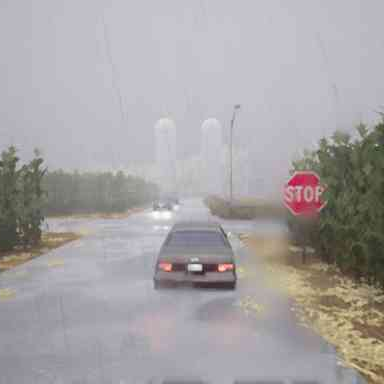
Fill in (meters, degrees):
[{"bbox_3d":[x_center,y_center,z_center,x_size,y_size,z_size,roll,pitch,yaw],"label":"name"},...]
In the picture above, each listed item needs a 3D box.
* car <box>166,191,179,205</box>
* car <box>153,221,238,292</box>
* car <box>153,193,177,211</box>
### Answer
[{"bbox_3d":[-3.075,0.885,49.879,2.150,2.045,5.566,0,1,0],"label":"car"},{"bbox_3d":[0.138,1.489,9.008,2.033,1.411,5.357,0,1,2],"label":"car"},{"bbox_3d":[-3.116,1.211,36.214,2.128,1.511,4.902,0,0,0],"label":"car"}]
